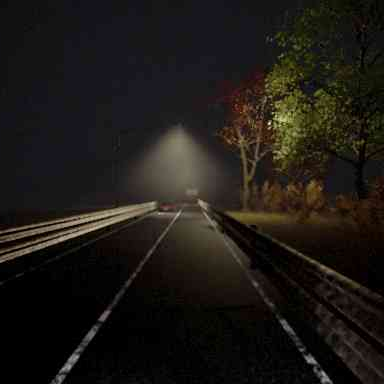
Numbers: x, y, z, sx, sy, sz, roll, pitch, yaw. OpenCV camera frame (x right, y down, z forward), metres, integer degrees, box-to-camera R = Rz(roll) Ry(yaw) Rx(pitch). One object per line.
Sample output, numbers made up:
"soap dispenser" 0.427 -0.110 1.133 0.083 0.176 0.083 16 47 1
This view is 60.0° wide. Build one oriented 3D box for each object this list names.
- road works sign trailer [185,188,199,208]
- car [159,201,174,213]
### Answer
"road works sign trailer" -0.013 1.093 59.925 2.380 3.560 2.880 0 -1 0
"car" -3.356 1.995 44.659 1.812 1.442 4.674 0 -1 0
